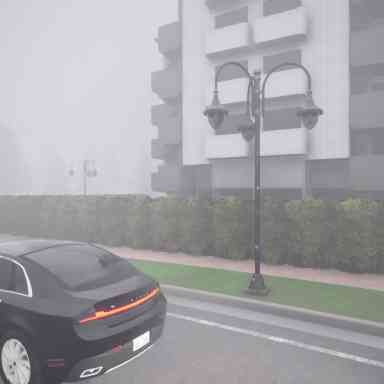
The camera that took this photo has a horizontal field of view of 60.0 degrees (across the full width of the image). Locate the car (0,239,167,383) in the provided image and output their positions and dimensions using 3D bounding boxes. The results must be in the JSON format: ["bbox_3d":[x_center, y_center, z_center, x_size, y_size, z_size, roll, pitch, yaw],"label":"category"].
[{"bbox_3d":[-2.681,1.505,5.149,4.892,1.490,1.837,0,0,31],"label":"car"}]
